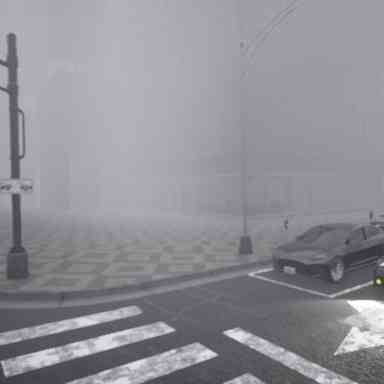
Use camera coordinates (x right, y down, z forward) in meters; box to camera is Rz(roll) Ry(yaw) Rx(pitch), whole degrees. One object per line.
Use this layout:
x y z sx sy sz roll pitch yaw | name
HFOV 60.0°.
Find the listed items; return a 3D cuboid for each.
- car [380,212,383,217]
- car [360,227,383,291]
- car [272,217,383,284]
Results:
8.852 1.289 12.994 5.009 1.841 2.192 -1 -1 -36 | car
5.991 1.569 7.655 4.181 1.385 1.994 -1 0 -36 | car
4.241 1.588 9.696 4.313 1.339 1.947 -1 -1 -36 | car
